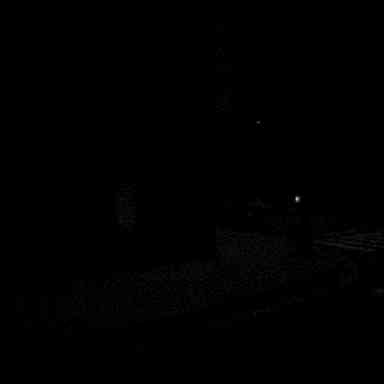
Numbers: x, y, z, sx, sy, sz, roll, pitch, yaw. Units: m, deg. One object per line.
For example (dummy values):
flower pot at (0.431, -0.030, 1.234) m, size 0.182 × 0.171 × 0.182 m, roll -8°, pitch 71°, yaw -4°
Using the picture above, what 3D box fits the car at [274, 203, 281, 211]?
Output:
car at (5.453, 1.088, 28.937) m, size 1.752 × 1.417 × 4.829 m, roll 0°, pitch 1°, yaw -36°

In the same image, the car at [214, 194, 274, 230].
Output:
car at (1.906, 1.057, 19.350) m, size 2.192 × 1.841 × 5.009 m, roll 0°, pitch 1°, yaw -36°

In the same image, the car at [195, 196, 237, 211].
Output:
car at (2.317, 1.070, 33.225) m, size 1.802 × 1.307 × 4.206 m, roll 0°, pitch 1°, yaw -36°
